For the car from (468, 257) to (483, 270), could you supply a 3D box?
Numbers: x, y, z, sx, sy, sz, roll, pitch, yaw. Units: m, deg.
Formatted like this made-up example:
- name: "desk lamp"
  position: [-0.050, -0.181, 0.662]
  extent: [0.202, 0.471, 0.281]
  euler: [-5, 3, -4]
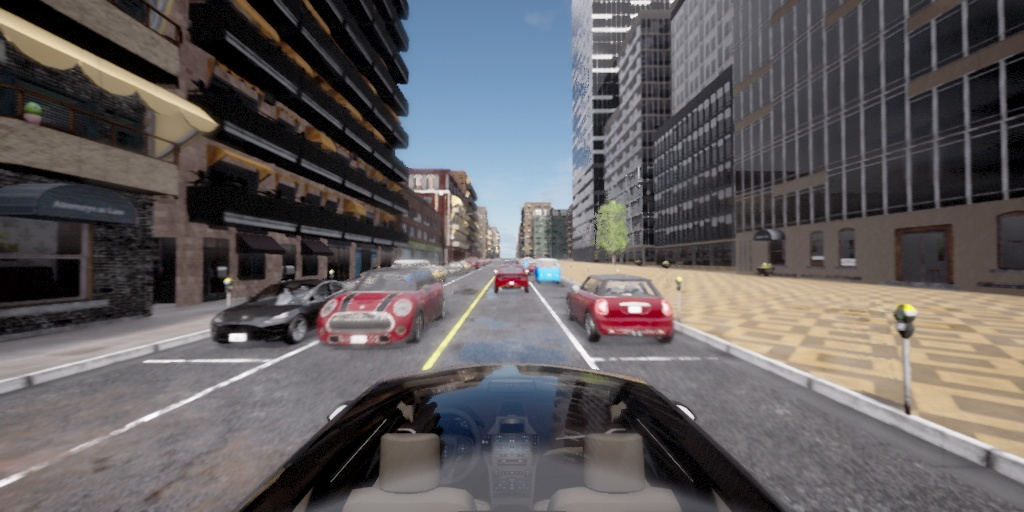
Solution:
- name: "car"
  position: [-6.000, 1.088, 54.220]
  extent: [2.192, 1.841, 5.009]
  euler: [0, 0, 0]

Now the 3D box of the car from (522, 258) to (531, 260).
- name: "car"
  position: [2.446, 1.273, 43.299]
  extent: [1.751, 1.417, 4.829]
  euler: [0, 0, 0]

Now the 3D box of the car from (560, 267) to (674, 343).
- name: "car"
  position: [2.646, 1.183, 9.713]
  extent: [1.967, 1.591, 4.097]
  euler: [0, 0, 0]

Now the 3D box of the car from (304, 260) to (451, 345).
- name: "car"
  position: [-3.143, 1.111, 9.567]
  extent: [2.097, 1.767, 4.553]
  euler: [0, 0, 0]

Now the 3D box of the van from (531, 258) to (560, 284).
- name: "van"
  position: [2.547, 1.086, 26.422]
  extent: [1.690, 1.789, 3.998]
  euler: [0, 0, 0]

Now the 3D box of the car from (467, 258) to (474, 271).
- name: "car"
  position: [-5.932, 1.296, 42.911]
  extent: [1.751, 1.417, 4.829]
  euler: [0, 0, 0]

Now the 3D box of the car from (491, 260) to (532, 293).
- name: "car"
  position: [-0.031, 1.229, 20.951]
  extent: [1.882, 1.535, 5.008]
  euler: [0, 0, 0]

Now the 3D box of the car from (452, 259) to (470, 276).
- name: "car"
  position: [-5.900, 1.321, 37.510]
  extent: [2.007, 1.370, 4.403]
  euler: [0, 0, 0]

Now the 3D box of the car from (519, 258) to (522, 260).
- name: "car"
  position: [-0.134, 1.261, 38.807]
  extent: [1.837, 1.490, 4.892]
  euler: [0, 1, 0]

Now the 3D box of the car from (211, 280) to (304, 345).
- name: "car"
  position: [-5.734, 1.332, 9.664]
  extent: [1.948, 1.339, 4.313]
  euler: [0, 0, 0]
